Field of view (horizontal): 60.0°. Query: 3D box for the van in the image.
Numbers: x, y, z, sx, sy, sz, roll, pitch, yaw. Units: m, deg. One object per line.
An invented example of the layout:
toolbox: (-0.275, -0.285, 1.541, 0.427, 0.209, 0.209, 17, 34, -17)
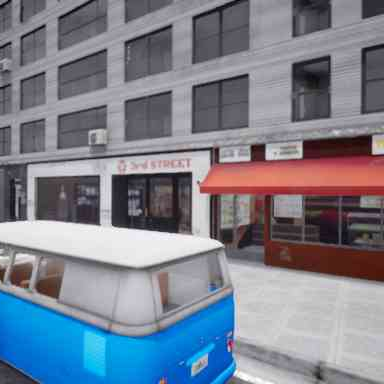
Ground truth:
van: (-1.432, 1.324, 4.108, 3.998, 1.788, 1.690, 0, 0, 36)
